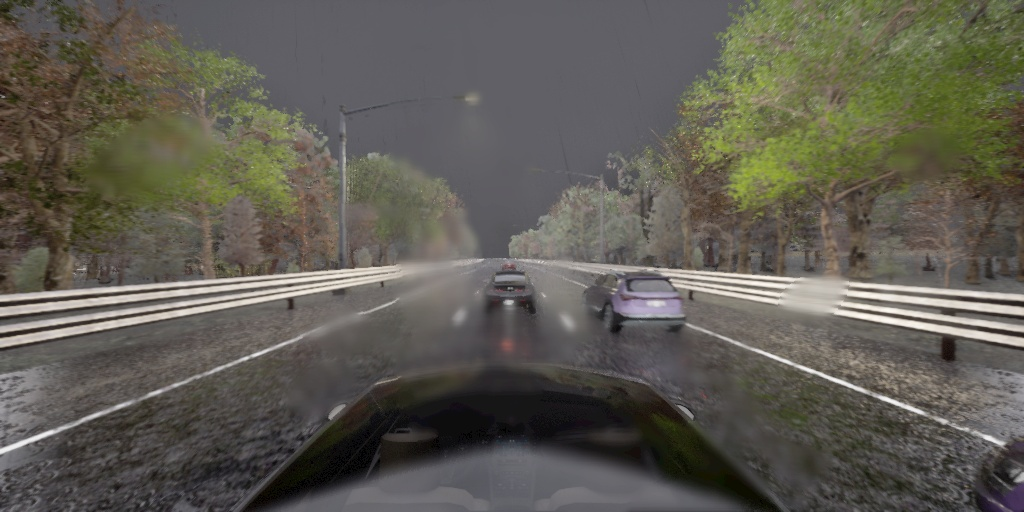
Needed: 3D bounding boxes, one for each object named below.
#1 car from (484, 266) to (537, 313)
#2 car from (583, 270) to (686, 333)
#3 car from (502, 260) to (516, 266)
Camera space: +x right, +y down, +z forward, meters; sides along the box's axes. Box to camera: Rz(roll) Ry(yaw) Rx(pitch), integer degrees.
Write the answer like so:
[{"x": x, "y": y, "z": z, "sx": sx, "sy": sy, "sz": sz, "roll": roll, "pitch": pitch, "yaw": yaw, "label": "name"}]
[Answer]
[{"x": -0.065, "y": 1.318, "z": 14.304, "sx": 1.837, "sy": 1.490, "sz": 4.892, "roll": 0, "pitch": 0, "yaw": 0, "label": "car"}, {"x": 3.487, "y": 1.226, "z": 10.946, "sx": 2.033, "sy": 1.649, "sz": 4.856, "roll": 0, "pitch": 0, "yaw": 0, "label": "car"}, {"x": -0.462, "y": 1.360, "z": 55.343, "sx": 2.097, "sy": 1.767, "sz": 4.553, "roll": 0, "pitch": 0, "yaw": -1, "label": "car"}]
